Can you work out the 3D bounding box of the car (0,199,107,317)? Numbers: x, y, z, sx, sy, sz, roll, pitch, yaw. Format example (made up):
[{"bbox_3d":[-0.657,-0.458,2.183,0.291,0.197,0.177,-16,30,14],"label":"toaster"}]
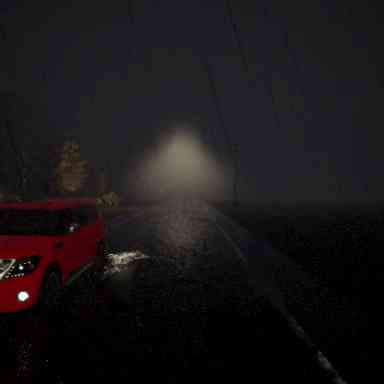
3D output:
[{"bbox_3d":[-3.599,1.222,7.830,2.150,2.045,5.566,0,0,0],"label":"car"}]
